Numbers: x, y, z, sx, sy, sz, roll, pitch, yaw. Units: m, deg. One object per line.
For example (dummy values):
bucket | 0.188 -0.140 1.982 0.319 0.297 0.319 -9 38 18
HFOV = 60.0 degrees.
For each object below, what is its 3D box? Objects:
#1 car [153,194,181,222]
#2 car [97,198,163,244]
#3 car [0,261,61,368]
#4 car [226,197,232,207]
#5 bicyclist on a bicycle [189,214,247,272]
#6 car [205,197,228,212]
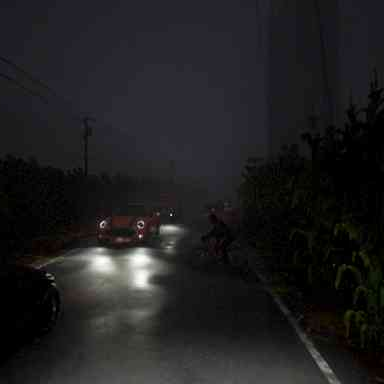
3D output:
car | -2.158 1.206 26.331 2.150 2.045 5.566 0 0 5
car | -2.809 1.342 15.584 2.097 1.767 4.553 0 0 2
car | -3.247 1.562 3.890 1.994 1.385 4.181 0 0 2
car | 4.940 1.464 50.517 2.128 1.511 4.902 0 0 11
bicyclist on a bicycle | 0.740 1.447 9.388 1.656 1.620 0.582 0 0 1
car | 2.647 1.580 37.664 1.895 1.301 4.718 0 0 10
